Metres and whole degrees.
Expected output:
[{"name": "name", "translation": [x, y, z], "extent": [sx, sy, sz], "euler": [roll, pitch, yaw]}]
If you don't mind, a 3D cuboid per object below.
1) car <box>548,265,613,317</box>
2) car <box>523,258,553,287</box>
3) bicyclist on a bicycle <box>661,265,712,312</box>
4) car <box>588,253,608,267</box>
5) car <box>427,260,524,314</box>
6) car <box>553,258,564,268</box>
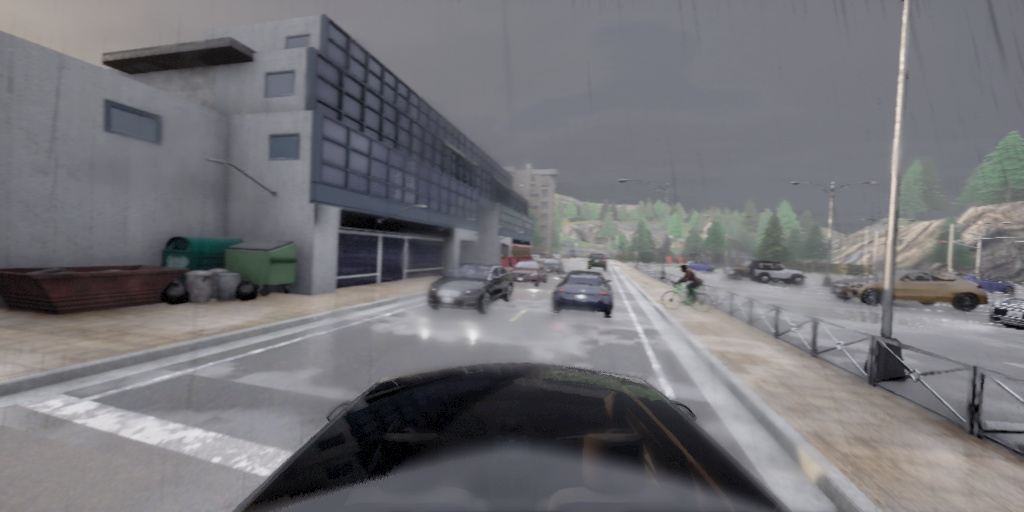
[{"name": "car", "translation": [2.670, 1.236, 13.187], "extent": [1.994, 1.385, 4.181], "euler": [3, 1, 14]}, {"name": "car", "translation": [1.046, 0.968, 21.827], "extent": [1.812, 1.442, 4.674], "euler": [3, 1, 14]}, {"name": "bicyclist on a bicycle", "translation": [6.134, 1.138, 12.555], "extent": [1.656, 1.620, 0.582], "euler": [4, 1, 14]}, {"name": "car", "translation": [10.258, 0.690, 43.075], "extent": [2.150, 2.045, 5.566], "euler": [3, 1, 14]}, {"name": "car", "translation": [-1.261, 0.995, 12.750], "extent": [2.128, 1.511, 4.902], "euler": [3, 1, 14]}, {"name": "car", "translation": [3.597, 0.901, 31.816], "extent": [1.812, 1.442, 4.674], "euler": [3, 1, 14]}]
